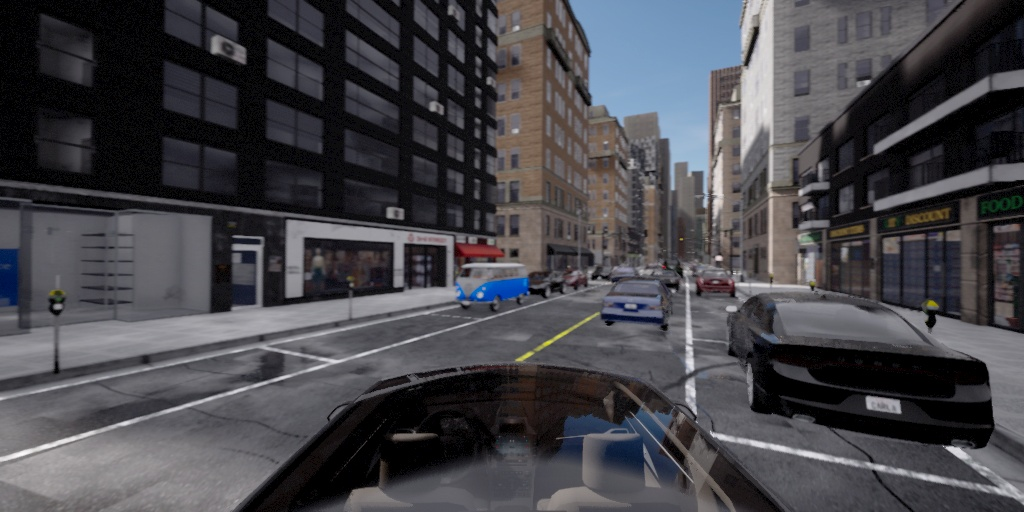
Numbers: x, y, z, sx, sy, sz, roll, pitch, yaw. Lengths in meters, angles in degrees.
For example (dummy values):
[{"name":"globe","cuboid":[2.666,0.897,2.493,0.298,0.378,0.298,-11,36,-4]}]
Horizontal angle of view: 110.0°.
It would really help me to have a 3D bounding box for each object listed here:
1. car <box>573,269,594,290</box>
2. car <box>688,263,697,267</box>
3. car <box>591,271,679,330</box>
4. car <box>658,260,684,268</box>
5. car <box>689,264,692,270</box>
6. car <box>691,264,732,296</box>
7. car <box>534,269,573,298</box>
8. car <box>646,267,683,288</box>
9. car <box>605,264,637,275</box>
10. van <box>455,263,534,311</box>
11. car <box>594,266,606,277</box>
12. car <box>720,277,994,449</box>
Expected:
[{"name":"car","cuboid":[4.076,1.549,24.644,1.802,1.307,4.207,0,0,26]},{"name":"car","cuboid":[21.370,1.822,40.699,1.948,1.339,4.313,0,0,26]},{"name":"car","cuboid":[4.255,1.415,11.822,2.033,1.411,5.357,0,0,26]},{"name":"car","cuboid":[18.271,1.444,40.827,2.150,2.045,5.566,0,-1,25]},{"name":"car","cuboid":[16.556,1.682,30.806,2.007,1.370,4.403,0,0,26]},{"name":"car","cuboid":[11.742,1.447,20.913,1.967,1.591,4.097,0,0,26]},{"name":"car","cuboid":[1.669,1.471,19.697,1.948,1.339,4.313,0,0,26]},{"name":"car","cuboid":[10.528,1.627,24.705,1.895,1.301,4.718,0,0,26]},{"name":"car","cuboid":[9.624,1.609,30.155,2.033,1.411,5.357,0,-1,26]},{"name":"van","cuboid":[-0.738,1.185,14.751,1.690,1.789,3.998,0,0,26]},{"name":"car","cuboid":[8.890,1.656,34.536,1.948,1.339,4.313,0,0,26]},{"name":"car","cuboid":[4.639,1.300,5.662,1.882,1.535,5.008,0,0,26]}]
